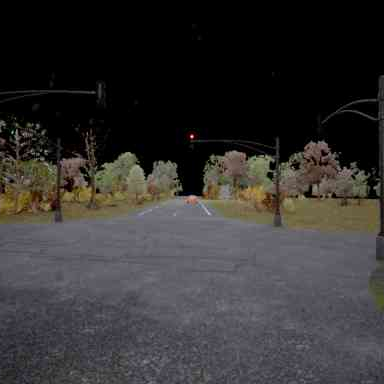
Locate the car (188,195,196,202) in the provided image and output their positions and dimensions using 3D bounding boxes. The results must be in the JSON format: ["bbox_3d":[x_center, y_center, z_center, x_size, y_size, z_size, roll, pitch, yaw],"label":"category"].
[{"bbox_3d":[0.068,1.451,78.060,1.812,1.442,4.674,0,0,0],"label":"car"}]

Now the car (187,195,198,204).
[{"bbox_3d":[0.060,1.425,68.025,2.097,1.767,4.553,0,0,0],"label":"car"}]
